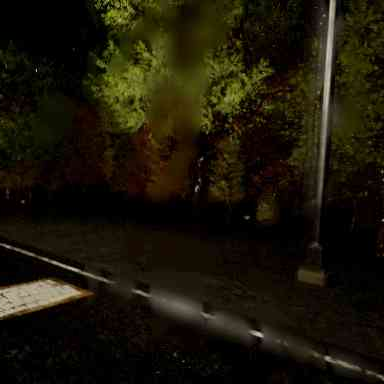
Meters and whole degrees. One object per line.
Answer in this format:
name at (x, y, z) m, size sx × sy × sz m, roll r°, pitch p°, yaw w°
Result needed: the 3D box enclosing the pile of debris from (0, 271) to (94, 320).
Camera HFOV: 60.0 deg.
pile of debris at (-3.097, 1.887, 6.298) m, size 1.500 × 0.140 × 1.860 m, roll 5°, pitch 3°, yaw 37°
